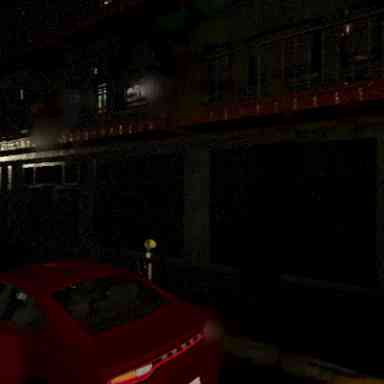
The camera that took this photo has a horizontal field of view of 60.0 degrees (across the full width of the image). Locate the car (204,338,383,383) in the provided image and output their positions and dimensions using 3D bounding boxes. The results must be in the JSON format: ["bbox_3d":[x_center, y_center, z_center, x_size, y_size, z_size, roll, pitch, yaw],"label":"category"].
[{"bbox_3d":[2.554,1.527,1.048,4.829,1.417,1.752,0,0,36],"label":"car"}]

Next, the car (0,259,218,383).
[{"bbox_3d":[-1.813,1.542,4.165,4.507,1.381,1.887,0,0,36],"label":"car"}]
